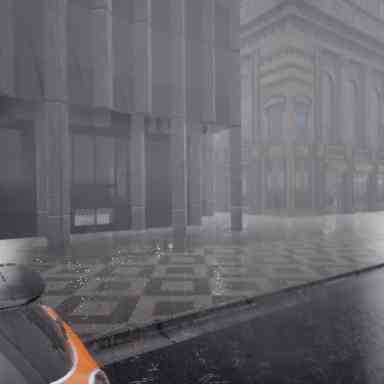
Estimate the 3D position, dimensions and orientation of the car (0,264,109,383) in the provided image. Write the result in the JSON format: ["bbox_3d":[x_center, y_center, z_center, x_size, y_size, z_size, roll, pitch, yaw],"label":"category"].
[{"bbox_3d":[-2.662,1.356,1.484,4.553,1.767,2.097,0,0,-35],"label":"car"}]
